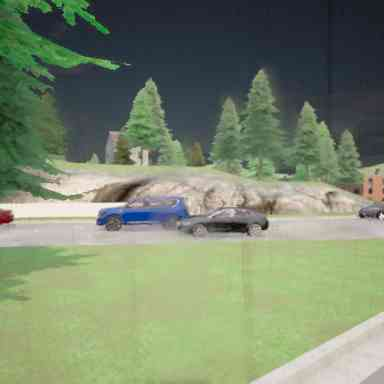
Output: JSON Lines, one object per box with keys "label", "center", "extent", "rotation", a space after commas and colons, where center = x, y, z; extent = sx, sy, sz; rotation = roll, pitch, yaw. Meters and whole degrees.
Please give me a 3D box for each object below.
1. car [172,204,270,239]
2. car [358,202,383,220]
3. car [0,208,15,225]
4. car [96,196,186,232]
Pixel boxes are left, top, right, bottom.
{"label": "car", "center": [1.657, 1.558, 17.525], "extent": [4.902, 1.511, 2.128], "rotation": [0, 0, -11]}
{"label": "car", "center": [16.923, 1.663, 29.470], "extent": [4.892, 1.490, 1.837], "rotation": [0, 0, -25]}
{"label": "car", "center": [-14.085, 1.504, 21.119], "extent": [5.008, 1.535, 1.882], "rotation": [0, -1, -21]}
{"label": "car", "center": [-2.899, 1.282, 20.186], "extent": [5.566, 2.045, 2.150], "rotation": [0, 0, -10]}
